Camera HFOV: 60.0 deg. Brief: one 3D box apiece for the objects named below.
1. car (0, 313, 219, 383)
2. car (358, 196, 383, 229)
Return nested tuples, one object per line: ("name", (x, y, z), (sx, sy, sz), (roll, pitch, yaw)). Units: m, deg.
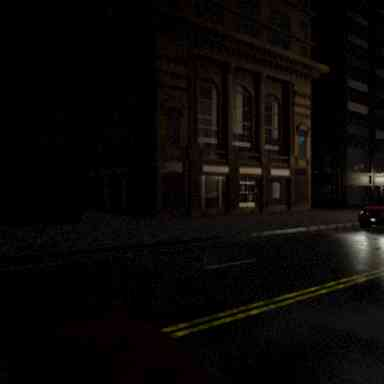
("car", (-2.045, 1.600, 1.981), (4.718, 1.301, 1.895), (0, 0, -36))
("car", (12.635, 1.236, 20.684), (5.566, 2.045, 2.150), (0, 0, -35))
